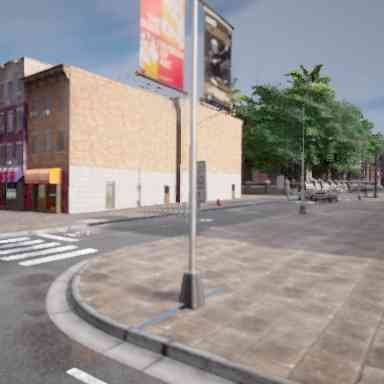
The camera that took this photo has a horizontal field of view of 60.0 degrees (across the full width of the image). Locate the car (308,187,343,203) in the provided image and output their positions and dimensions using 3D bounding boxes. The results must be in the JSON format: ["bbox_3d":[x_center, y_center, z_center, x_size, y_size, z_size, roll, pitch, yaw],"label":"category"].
[{"bbox_3d":[15.577,0.446,38.622,2.128,1.511,4.902,1,2,36],"label":"car"}]

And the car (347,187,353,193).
[{"bbox_3d":[32.270,-0.372,71.065,2.008,1.369,4.403,3,3,35],"label":"car"}]

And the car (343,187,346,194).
[{"bbox_3d":[28.102,-0.217,65.276,2.008,1.369,4.403,3,3,35],"label":"car"}]

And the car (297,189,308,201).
[{"bbox_3d":[14.967,0.359,42.497,1.837,1.490,4.892,1,2,36],"label":"car"}]

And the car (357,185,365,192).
[{"bbox_3d":[41.772,-0.685,84.368,1.802,1.307,4.206,2,3,35],"label":"car"}]

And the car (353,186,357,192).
[{"bbox_3d":[35.438,-0.474,75.499,1.947,1.339,4.313,3,3,35],"label":"car"}]
